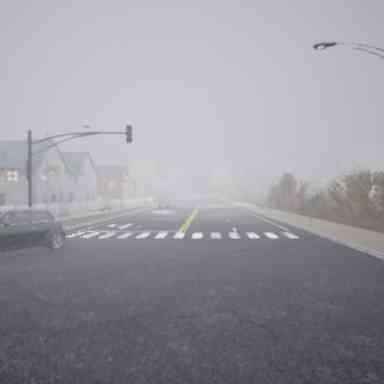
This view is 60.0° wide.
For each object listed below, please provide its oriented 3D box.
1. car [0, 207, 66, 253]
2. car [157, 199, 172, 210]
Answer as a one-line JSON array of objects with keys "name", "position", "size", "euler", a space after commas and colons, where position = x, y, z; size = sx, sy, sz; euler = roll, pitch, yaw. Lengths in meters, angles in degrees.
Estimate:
[{"name": "car", "position": [-7.118, 1.437, 12.513], "size": [2.097, 1.767, 4.553], "euler": [-1, -2, 29]}, {"name": "car", "position": [-4.119, 1.892, 50.641], "size": [2.128, 1.511, 4.902], "euler": [0, 0, 3]}]
